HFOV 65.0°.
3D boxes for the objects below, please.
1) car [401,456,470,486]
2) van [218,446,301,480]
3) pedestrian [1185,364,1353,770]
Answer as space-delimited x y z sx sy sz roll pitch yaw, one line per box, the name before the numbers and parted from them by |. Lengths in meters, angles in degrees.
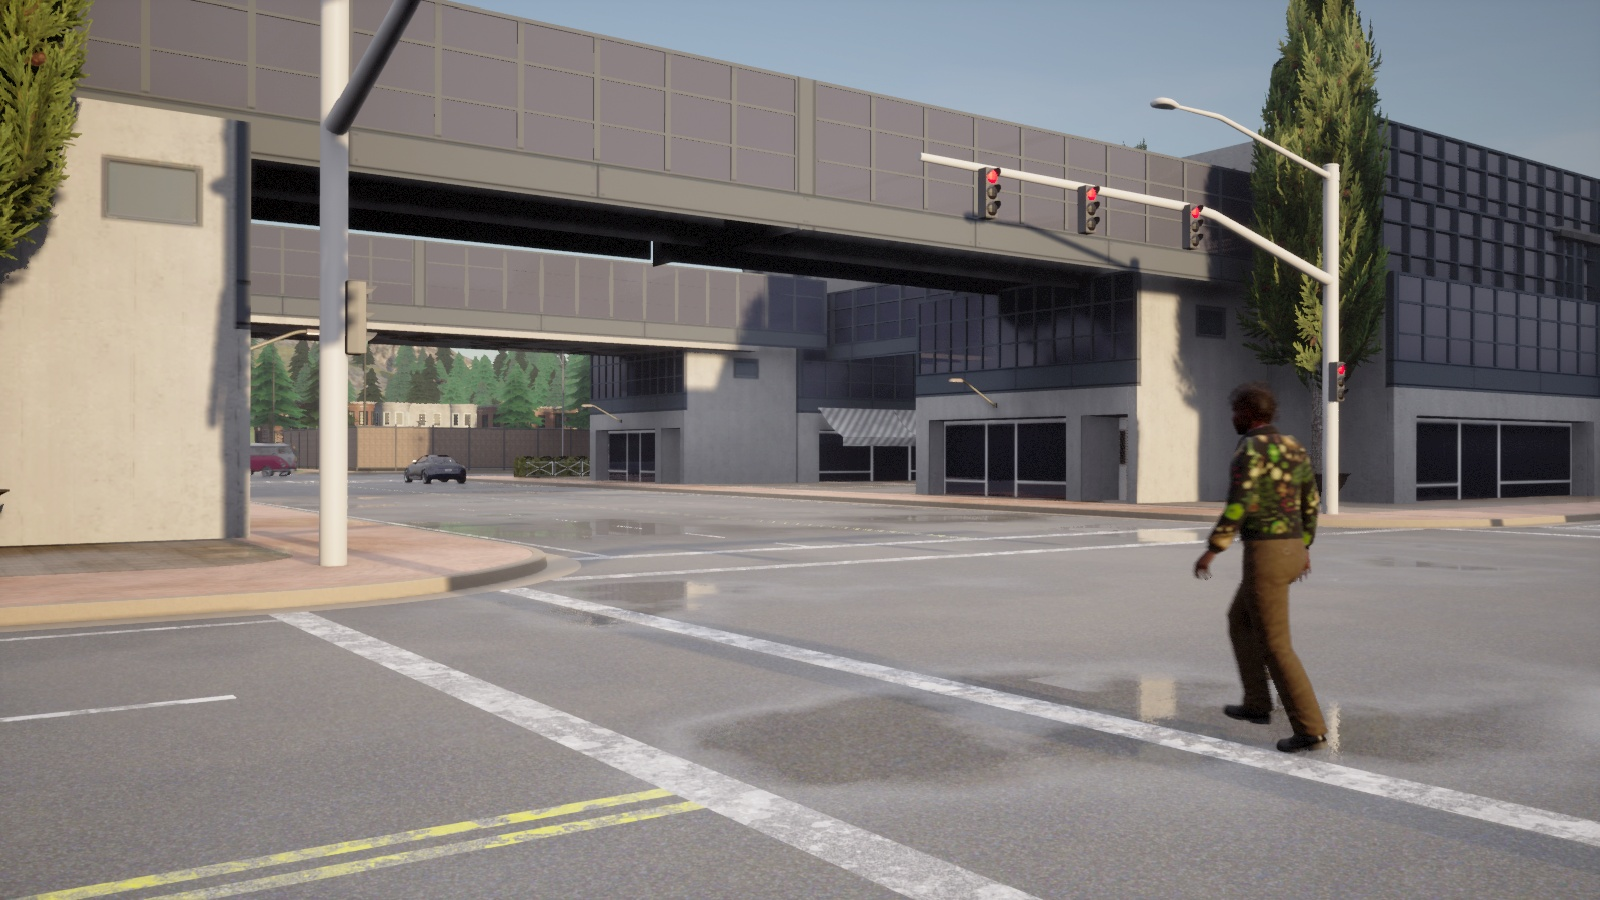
car | -17.685 0.995 60.802 1.994 1.385 4.181 0 0 -34
van | -32.016 0.746 74.391 4.442 1.987 1.775 0 0 16
pedestrian | 2.364 0.558 6.365 0.395 1.930 0.692 0 0 -35
